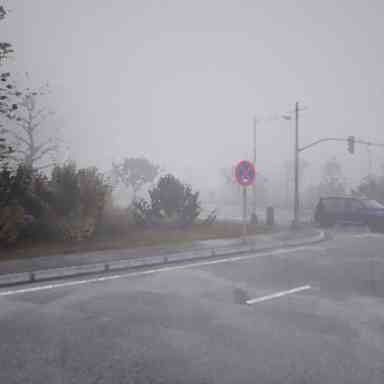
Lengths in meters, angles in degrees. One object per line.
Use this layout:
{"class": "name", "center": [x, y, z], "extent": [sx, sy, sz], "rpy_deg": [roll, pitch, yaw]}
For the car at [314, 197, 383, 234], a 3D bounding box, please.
{"class": "car", "center": [10.245, 1.341, 20.545], "extent": [2.150, 2.045, 5.566], "rpy_deg": [0, 0, -32]}
